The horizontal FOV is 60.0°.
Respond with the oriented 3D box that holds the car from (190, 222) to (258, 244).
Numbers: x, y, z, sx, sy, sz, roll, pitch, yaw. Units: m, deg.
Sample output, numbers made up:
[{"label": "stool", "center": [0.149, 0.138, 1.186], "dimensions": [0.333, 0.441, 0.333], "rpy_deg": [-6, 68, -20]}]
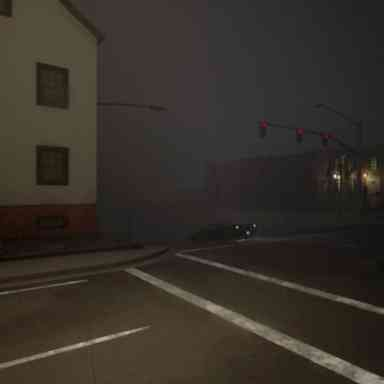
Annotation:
[{"label": "car", "center": [1.943, 2.575, 21.245], "dimensions": [1.895, 1.301, 4.718], "rpy_deg": [-1, -12, -37]}]
